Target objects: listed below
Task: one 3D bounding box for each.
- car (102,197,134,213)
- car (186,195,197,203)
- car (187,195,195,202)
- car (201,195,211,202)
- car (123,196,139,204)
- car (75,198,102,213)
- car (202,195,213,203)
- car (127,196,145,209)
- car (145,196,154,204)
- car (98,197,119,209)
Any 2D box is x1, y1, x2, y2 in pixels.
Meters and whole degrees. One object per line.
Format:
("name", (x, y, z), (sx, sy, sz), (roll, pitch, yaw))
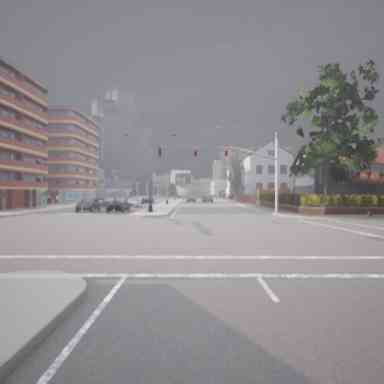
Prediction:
("car", (-8.167, 1.592, 37.025), (1.895, 1.301, 4.718), (0, 0, 1))
("car", (-0.146, 1.509, 68.818), (1.812, 1.442, 4.674), (0, 0, 0))
("car", (-0.167, 1.473, 78.818), (1.812, 1.442, 4.674), (0, 0, 0))
("car", (3.333, 1.474, 78.826), (2.128, 1.511, 4.902), (0, 0, 0))
("car", (-11.669, 1.477, 63.825), (2.128, 1.511, 4.902), (0, 0, 0))
("car", (-11.672, 1.496, 37.698), (1.837, 1.490, 4.892), (0, 0, 0))
("car", (3.355, 1.531, 68.409), (2.033, 1.411, 5.357), (0, 0, 0))
("car", (-8.190, 1.513, 46.222), (1.812, 1.442, 4.674), (0, 0, 0))
("car", (-8.189, 1.463, 62.226), (1.882, 1.535, 5.008), (0, 0, 1))
("car", (-11.687, 1.515, 46.950), (1.812, 1.442, 4.674), (0, 0, 0))
